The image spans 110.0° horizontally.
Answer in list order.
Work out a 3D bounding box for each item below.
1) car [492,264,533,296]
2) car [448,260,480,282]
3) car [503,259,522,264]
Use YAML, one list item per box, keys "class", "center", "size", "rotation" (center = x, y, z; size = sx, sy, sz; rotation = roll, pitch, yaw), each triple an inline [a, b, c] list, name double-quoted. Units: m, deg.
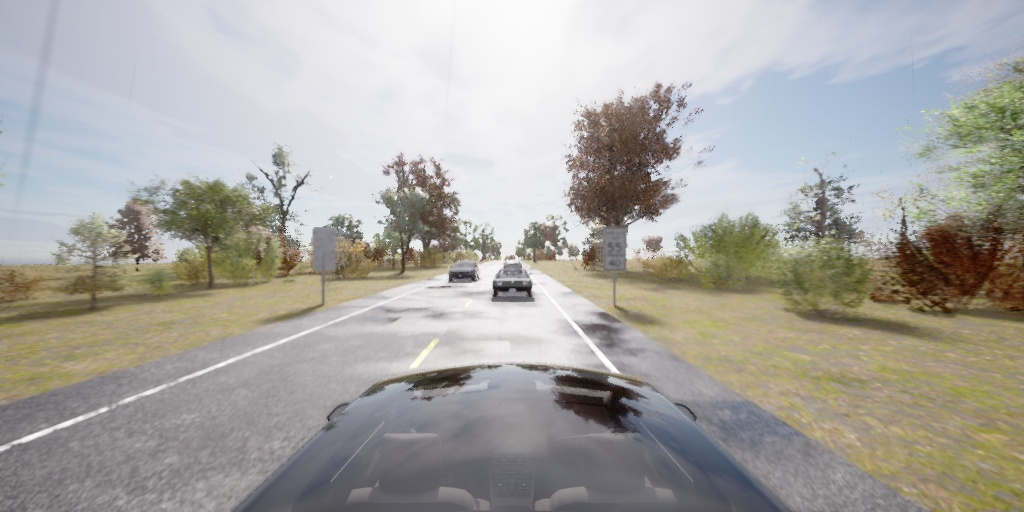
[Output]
- class: "car"
  center: [0.039, 1.247, 18.277]
  size: [1.895, 1.301, 4.718]
  rotation: [0, 0, 0]
- class: "car"
  center: [-3.530, 1.079, 27.079]
  size: [1.882, 1.535, 5.008]
  rotation: [0, 0, 0]
- class: "car"
  center: [0.075, 1.050, 37.000]
  size: [2.128, 1.511, 4.902]
  rotation: [0, 0, 0]
